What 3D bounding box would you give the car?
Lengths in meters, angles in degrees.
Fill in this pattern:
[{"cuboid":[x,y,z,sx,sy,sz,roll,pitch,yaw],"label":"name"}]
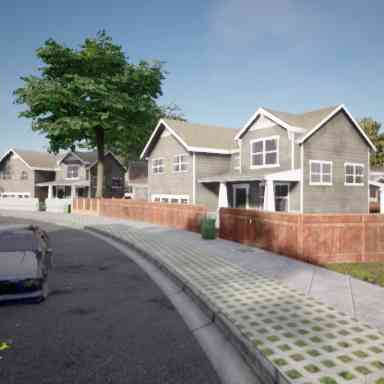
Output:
[{"cuboid":[-4.435,1.539,8.125,2.033,1.411,5.357,0,0,-21],"label":"car"}]
